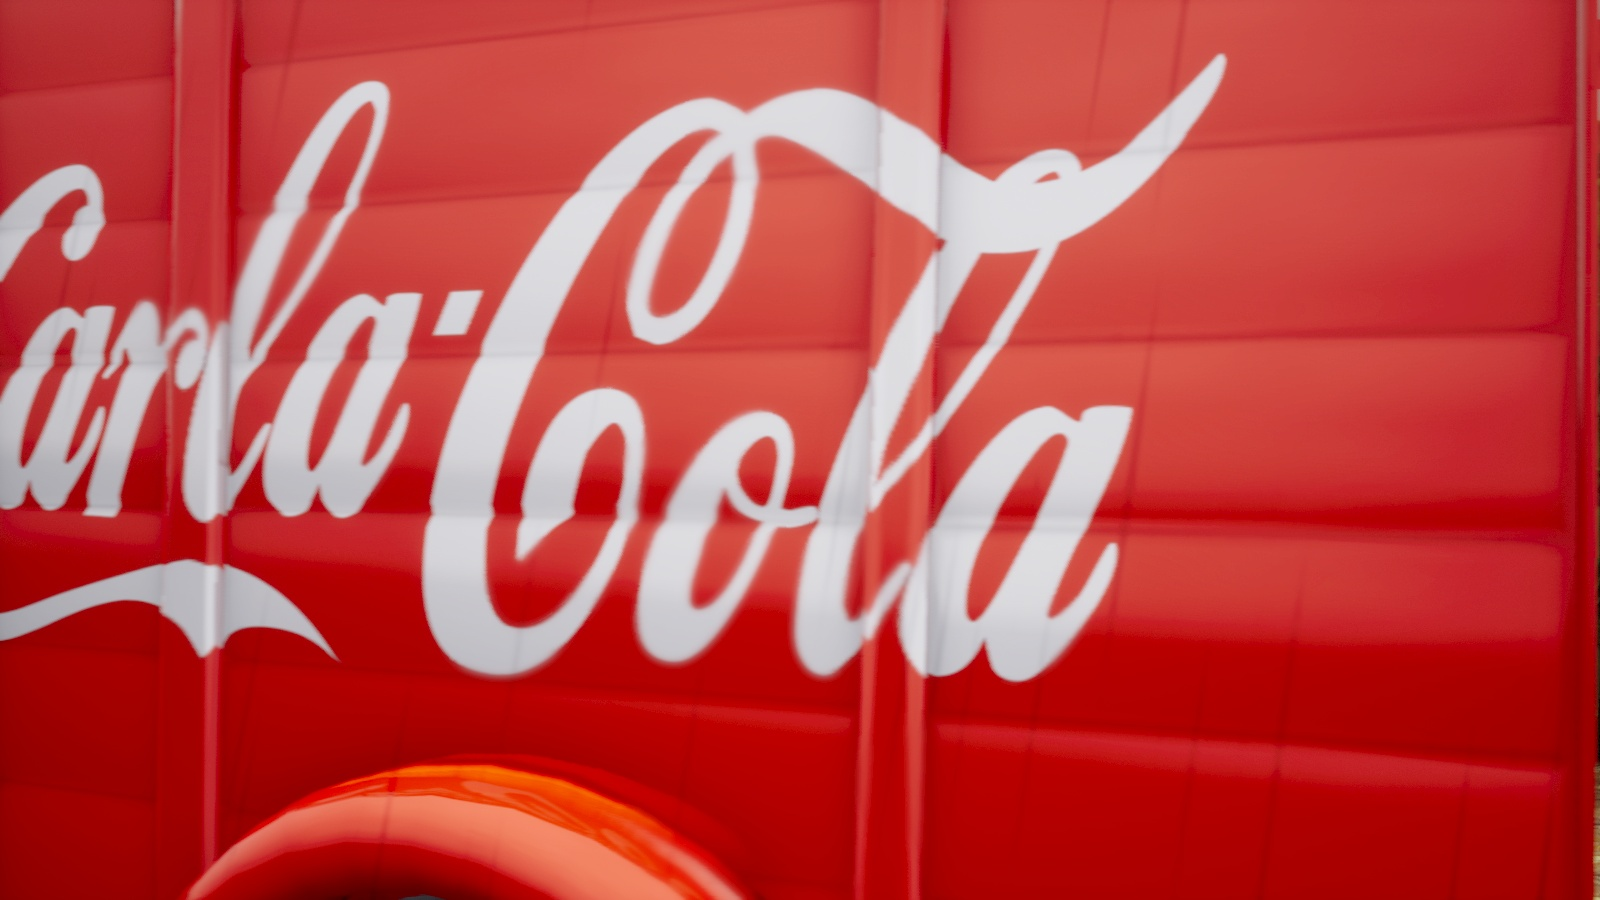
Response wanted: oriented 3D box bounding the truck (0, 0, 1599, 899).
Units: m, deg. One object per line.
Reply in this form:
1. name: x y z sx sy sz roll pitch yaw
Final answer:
1. truck: -1.272 0.283 3.192 5.204 2.467 2.627 1 1 19
